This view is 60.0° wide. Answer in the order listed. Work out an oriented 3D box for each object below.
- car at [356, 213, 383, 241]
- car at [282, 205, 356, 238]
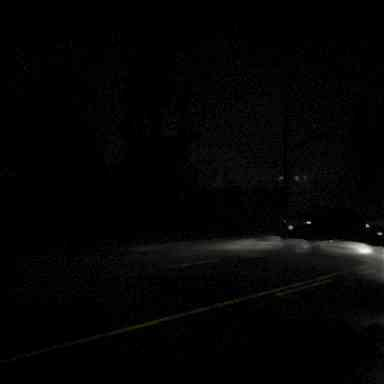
[{"bbox_3d":[9.695,1.444,15.123,4.674,1.442,1.812,0,0,-35],"label":"car"},{"bbox_3d":[6.728,1.421,17.321,4.902,1.511,2.128,0,0,-35],"label":"car"}]
